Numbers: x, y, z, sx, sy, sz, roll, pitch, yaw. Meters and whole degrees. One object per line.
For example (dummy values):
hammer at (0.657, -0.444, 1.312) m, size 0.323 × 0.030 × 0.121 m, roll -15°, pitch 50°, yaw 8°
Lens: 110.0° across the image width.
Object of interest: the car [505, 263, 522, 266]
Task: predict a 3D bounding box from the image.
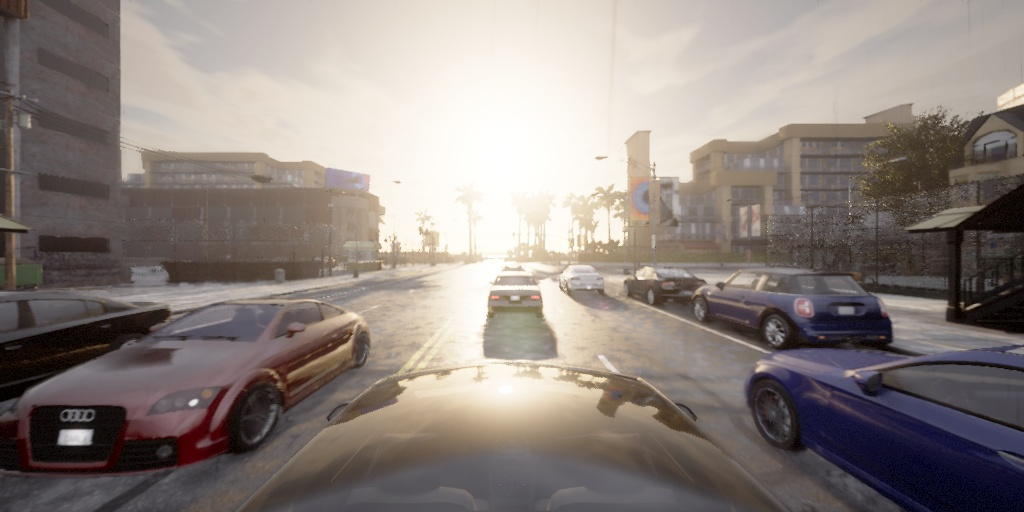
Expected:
car at (0.098, 1.230, 26.647) m, size 1.994 × 1.385 × 4.181 m, roll 0°, pitch 0°, yaw 0°

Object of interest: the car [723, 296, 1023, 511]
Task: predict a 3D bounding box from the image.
car at (3.593, 1.274, 2.176) m, size 1.812 × 1.442 × 4.674 m, roll 0°, pitch 0°, yaw 0°

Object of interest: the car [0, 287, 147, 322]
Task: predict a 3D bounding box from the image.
car at (-7.096, 1.218, 4.410) m, size 1.882 × 1.535 × 5.008 m, roll 0°, pitch 0°, yaw 0°

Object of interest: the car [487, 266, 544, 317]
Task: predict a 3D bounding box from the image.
car at (0.101, 1.260, 12.929) m, size 2.033 × 1.411 × 5.357 m, roll 0°, pitch 0°, yaw 0°

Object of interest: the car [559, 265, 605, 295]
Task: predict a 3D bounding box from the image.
car at (3.620, 1.217, 19.089) m, size 1.812 × 1.442 × 4.674 m, roll 0°, pitch 0°, yaw 0°

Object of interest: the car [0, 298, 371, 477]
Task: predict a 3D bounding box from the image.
car at (-3.595, 1.303, 4.946) m, size 1.994 × 1.385 × 4.181 m, roll 0°, pitch 0°, yaw 0°
